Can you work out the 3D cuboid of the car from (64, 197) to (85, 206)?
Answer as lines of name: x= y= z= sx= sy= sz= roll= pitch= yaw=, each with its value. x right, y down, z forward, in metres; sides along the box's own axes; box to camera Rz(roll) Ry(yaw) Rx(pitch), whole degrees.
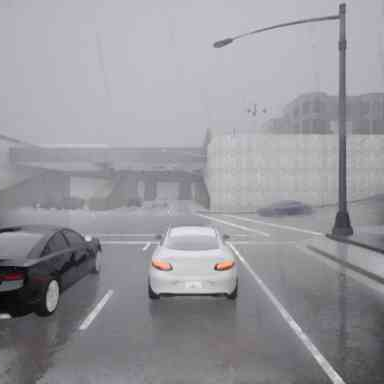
car: x=-19.037 y=1.570 z=54.249 sx=1.895 sy=1.301 sz=4.718 roll=0 pitch=0 yaw=-2

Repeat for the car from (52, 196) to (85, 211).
car: x=-15.091 y=1.330 z=41.048 sx=2.097 sy=1.767 sz=4.553 roll=0 pitch=0 yaw=-2

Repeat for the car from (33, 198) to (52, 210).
car: x=-18.650 y=1.467 z=42.582 sx=2.128 sy=1.511 sz=4.902 roll=0 pitch=0 yaw=-2

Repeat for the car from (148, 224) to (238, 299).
car: x=0.015 y=1.521 z=8.292 sx=1.812 sy=1.442 sz=4.674 roll=0 pitch=0 yaw=0

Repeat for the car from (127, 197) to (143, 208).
car: x=-8.133 y=1.477 z=48.005 sx=1.837 sy=1.490 sz=4.892 roll=0 pitch=0 yaw=-2

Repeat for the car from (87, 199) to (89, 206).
car: x=-15.513 y=1.461 z=53.590 sx=2.128 sy=1.511 sz=4.902 roll=0 pitch=0 yaw=-2

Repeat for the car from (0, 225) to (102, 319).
car: x=-3.479 y=1.473 z=7.492 sx=1.882 sy=1.535 sz=5.008 roll=0 pitch=0 yaw=0

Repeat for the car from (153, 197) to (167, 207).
car: x=-4.667 y=1.497 z=48.991 sx=1.812 sy=1.442 sz=4.674 roll=0 pitch=0 yaw=-2

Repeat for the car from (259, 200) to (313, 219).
car: x=7.570 y=1.370 z=27.107 sx=4.181 sy=1.385 sz=1.994 roll=-3 pitch=0 yaw=0
